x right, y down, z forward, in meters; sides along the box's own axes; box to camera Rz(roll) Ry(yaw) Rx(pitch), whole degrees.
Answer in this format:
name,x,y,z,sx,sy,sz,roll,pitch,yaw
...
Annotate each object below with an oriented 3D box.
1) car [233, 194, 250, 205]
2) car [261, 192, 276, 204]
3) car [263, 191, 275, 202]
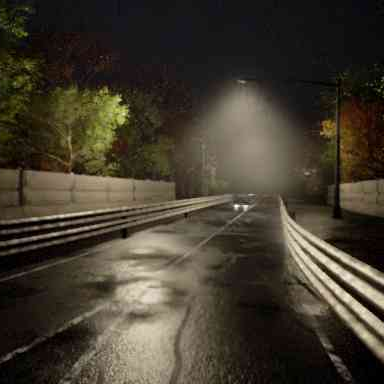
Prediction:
name,x,y,z,sx,sy,sz,roll,pitch,yaw
car,6.815,1.025,45.442,1.994,1.385,4.181,1,0,15
car,11.742,0.953,51.334,2.128,1.511,4.902,1,0,14
car,14.279,0.794,61.301,2.097,1.767,4.553,1,0,14
